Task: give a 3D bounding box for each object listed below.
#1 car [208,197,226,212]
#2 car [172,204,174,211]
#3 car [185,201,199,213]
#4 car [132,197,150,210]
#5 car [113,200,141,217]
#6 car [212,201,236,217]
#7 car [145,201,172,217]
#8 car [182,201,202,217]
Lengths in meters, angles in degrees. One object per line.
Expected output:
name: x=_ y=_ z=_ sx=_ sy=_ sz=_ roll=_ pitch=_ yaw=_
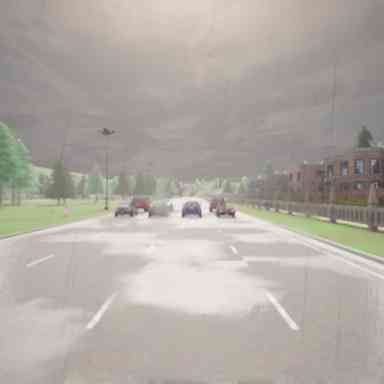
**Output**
car: x=3.494 y=1.711 z=45.682 sx=2.150 sy=2.045 sz=5.566 roll=0 pitch=-1 yaw=0
car: x=-3.506 y=2.037 z=45.647 sx=2.033 sy=1.411 sz=5.357 roll=0 pitch=-1 yaw=0
car: x=-0.006 y=1.994 z=45.649 sx=1.837 sy=1.490 sz=4.892 roll=0 pitch=-1 yaw=0
car: x=-7.006 y=1.711 z=45.680 sx=2.150 sy=2.045 sz=5.566 roll=0 pitch=-1 yaw=0
car: x=-7.004 y=1.908 z=35.644 sx=1.812 sy=1.442 sz=4.674 roll=0 pitch=-1 yaw=0
car: x=3.496 y=1.984 z=35.675 sx=1.895 sy=1.301 sz=4.718 roll=0 pitch=-1 yaw=0
car: x=-3.504 y=1.946 z=35.644 sx=1.994 sy=1.385 sz=4.181 roll=0 pitch=-1 yaw=0
car: x=-0.004 y=1.734 z=35.617 sx=2.097 sy=1.767 sz=4.553 roll=0 pitch=-1 yaw=0
